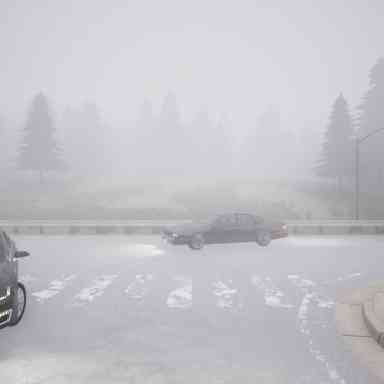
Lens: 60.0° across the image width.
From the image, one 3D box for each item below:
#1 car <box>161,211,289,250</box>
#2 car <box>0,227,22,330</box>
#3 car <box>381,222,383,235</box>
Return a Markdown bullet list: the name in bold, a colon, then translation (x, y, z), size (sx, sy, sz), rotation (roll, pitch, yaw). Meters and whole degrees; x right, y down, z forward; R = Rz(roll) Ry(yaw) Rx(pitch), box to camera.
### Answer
- **car**: translation (1.458, 1.547, 14.191), size (5.357, 1.411, 2.033), rotation (0, 0, -20)
- **car**: translation (-4.457, 1.505, 6.550), size (1.837, 1.490, 4.892), rotation (0, 0, -28)
- **car**: translation (11.237, 1.492, 15.070), size (4.902, 1.511, 2.128), rotation (0, 0, 0)
